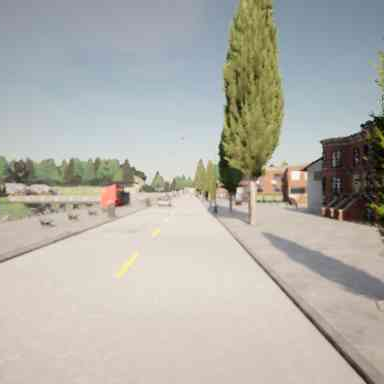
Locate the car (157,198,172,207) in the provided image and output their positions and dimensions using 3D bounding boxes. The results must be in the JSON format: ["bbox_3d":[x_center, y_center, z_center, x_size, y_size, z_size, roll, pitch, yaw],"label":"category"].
[{"bbox_3d":[-4.085,1.547,49.720,1.895,1.301,4.718,0,0,0],"label":"car"}]
